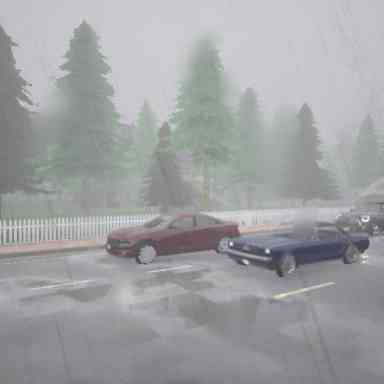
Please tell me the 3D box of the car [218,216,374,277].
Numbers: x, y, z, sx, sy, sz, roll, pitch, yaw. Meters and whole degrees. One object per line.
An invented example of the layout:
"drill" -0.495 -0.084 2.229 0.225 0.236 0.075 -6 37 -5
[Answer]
"car" 3.338 1.601 10.297 4.718 1.301 1.895 0 0 -33

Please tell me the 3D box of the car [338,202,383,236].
"car" 10.108 1.351 18.535 4.553 1.767 2.097 0 0 -29

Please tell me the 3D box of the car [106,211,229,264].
"car" -0.539 1.477 11.935 5.008 1.535 1.882 0 0 -33
